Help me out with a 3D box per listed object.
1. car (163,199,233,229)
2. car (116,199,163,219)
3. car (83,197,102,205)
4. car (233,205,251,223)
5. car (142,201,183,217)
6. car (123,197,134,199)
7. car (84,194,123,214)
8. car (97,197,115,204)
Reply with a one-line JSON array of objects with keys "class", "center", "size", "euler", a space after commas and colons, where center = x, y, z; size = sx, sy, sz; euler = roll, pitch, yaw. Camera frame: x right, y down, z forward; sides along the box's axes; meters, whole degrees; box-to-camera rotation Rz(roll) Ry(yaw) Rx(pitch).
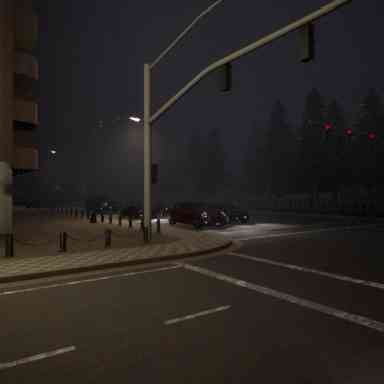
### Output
[{"class": "car", "center": [0.303, 1.407, 22.507], "size": [2.097, 1.767, 4.553], "euler": [0, 0, -36]}, {"class": "car", "center": [-4.746, 1.619, 29.521], "size": [1.994, 1.385, 4.181], "euler": [0, 0, -36]}, {"class": "car", "center": [-18.059, 1.656, 60.329], "size": [1.895, 1.301, 4.718], "euler": [0, 0, -36]}, {"class": "car", "center": [2.380, 1.560, 25.610], "size": [1.837, 1.490, 4.892], "euler": [0, 0, -36]}, {"class": "car", "center": [-3.028, 1.656, 33.125], "size": [1.895, 1.301, 4.718], "euler": [0, 0, -36]}, {"class": "car", "center": [-9.255, 1.656, 41.783], "size": [1.895, 1.301, 4.718], "euler": [0, 0, -36]}, {"class": "car", "center": [-10.096, 1.275, 36.954], "size": [2.150, 2.045, 5.566], "euler": [0, 0, -36]}, {"class": "car", "center": [-16.733, 1.656, 64.449], "size": [1.895, 1.301, 4.718], "euler": [0, 0, -36]}]
